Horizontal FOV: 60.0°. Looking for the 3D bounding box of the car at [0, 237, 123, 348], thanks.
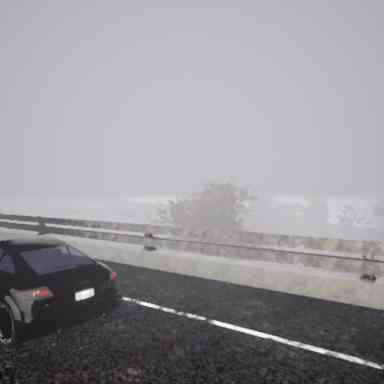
[{"bbox_3d":[-3.305,1.575,6.376,4.181,1.385,1.994,0,0,36],"label":"car"}]
